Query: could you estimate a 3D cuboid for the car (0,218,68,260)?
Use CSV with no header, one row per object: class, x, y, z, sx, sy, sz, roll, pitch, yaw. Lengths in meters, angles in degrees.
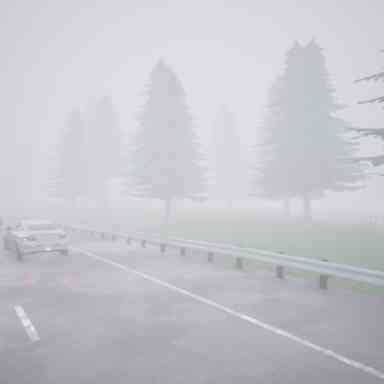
car,-6.603,1.859,13.973,1.812,1.442,4.674,1,-1,-37
